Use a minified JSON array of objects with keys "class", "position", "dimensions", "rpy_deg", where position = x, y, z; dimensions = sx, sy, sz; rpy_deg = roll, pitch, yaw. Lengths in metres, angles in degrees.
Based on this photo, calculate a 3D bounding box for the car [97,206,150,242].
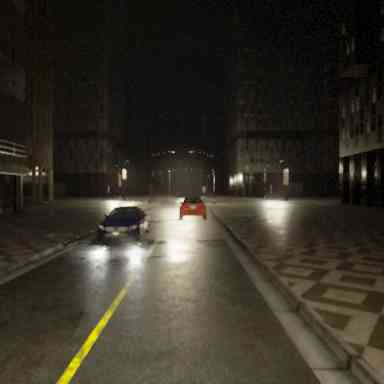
[{"class":"car","position":[-3.110,1.420,15.878],"dimensions":[1.812,1.442,4.674],"rpy_deg":[0,0,0]}]

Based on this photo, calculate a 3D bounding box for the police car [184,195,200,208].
[{"class":"police car","position":[0.042,1.217,43.918],"dimensions":[2.038,1.542,4.974],"rpy_deg":[0,0,0]}]

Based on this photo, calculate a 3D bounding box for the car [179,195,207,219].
[{"class":"car","position":[0.076,1.174,26.926],"dimensions":[2.097,1.767,4.553],"rpy_deg":[0,0,0]}]
